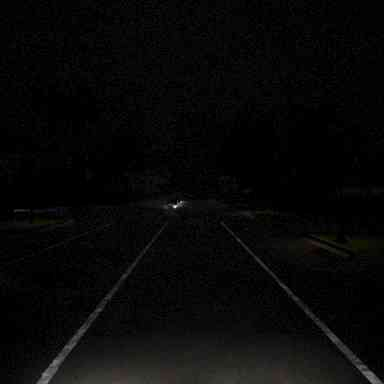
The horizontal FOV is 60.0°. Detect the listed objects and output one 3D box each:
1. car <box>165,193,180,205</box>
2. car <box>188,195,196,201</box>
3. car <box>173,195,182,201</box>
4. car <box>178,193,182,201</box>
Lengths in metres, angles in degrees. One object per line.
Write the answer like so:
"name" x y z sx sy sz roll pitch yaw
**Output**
"car" -3.620 1.478 58.560 1.882 1.535 5.008 0 0 0
"car" -0.054 1.478 88.449 1.882 1.535 5.008 0 0 0
"car" -3.550 1.525 83.108 2.128 1.511 4.902 0 0 0
"car" -3.542 1.223 69.370 2.150 2.045 5.566 0 0 0
